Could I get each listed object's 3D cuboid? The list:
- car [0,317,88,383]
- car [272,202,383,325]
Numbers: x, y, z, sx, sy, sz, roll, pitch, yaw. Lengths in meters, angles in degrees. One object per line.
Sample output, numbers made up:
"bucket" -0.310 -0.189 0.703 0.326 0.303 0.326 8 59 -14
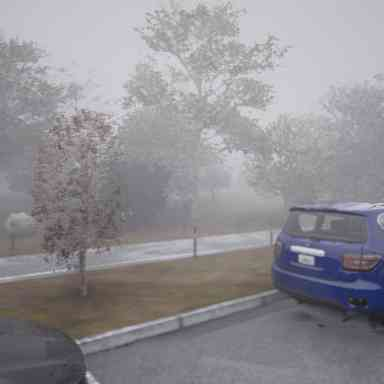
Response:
"car" -3.141 1.498 1.814 5.008 1.535 2.097 0 0 -33
"car" 4.149 1.230 7.012 5.566 2.045 2.435 0 0 -33
